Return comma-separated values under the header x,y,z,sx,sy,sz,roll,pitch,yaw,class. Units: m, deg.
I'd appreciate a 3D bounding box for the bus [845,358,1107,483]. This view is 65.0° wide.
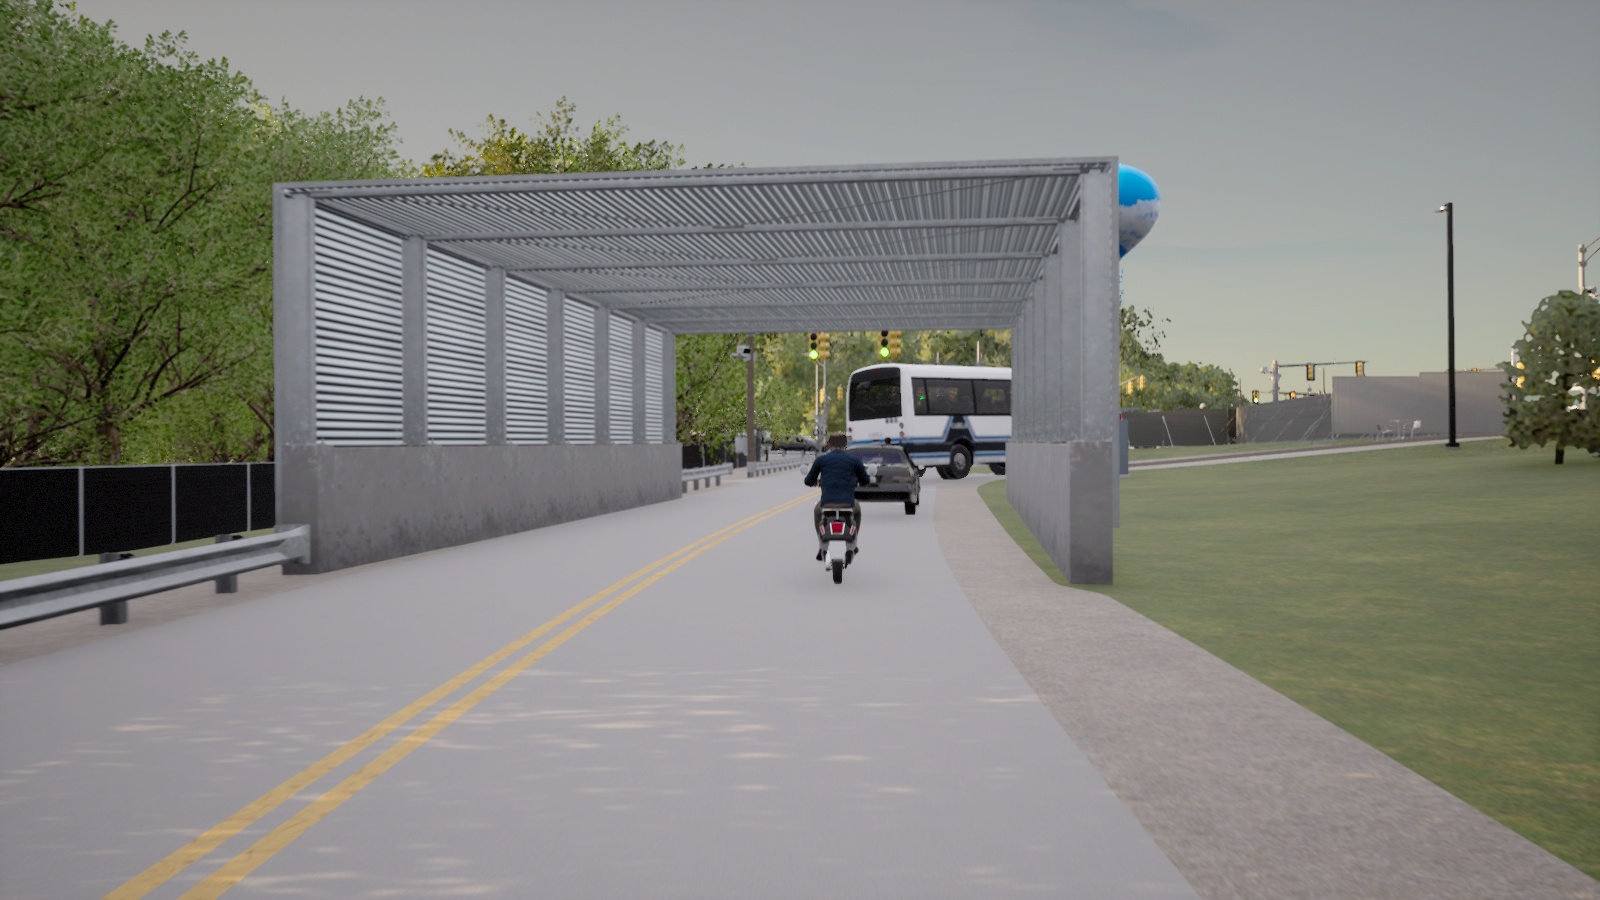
x,y,z,sx,sy,sz,roll,pitch,yaw,class
6.983,-1.071,48.569,10.273,4.253,3.944,-1,-2,-40,bus

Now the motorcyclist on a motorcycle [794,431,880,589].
x,y,z,sx,sy,sz,roll,pitch,yaw,class
0.408,0.599,13.599,0.866,1.590,1.817,0,0,2,motorcyclist on a motorcycle

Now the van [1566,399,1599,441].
x,y,z,sx,sy,sz,roll,pitch,yaw,class
41.537,-1.542,64.132,2.069,2.038,4.480,0,-1,-1,van

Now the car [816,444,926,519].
x,y,z,sx,sy,sz,roll,pitch,yaw,class
1.626,0.589,26.900,2.033,1.411,5.357,0,0,7,car
